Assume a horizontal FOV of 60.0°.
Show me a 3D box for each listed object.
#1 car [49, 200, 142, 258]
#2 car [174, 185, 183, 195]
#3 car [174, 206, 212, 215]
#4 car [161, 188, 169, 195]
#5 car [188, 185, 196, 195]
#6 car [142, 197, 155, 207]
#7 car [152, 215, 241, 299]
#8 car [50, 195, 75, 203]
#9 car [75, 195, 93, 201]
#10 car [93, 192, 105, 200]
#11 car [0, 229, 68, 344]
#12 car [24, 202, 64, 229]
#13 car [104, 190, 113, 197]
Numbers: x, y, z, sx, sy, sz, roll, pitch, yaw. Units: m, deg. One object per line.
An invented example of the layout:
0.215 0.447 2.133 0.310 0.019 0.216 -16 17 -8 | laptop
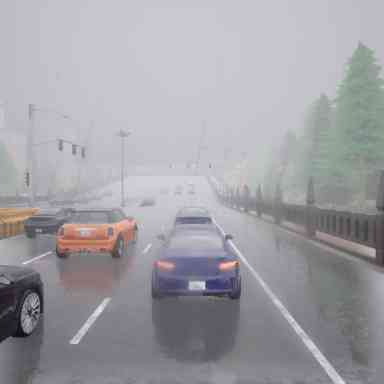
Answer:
-3.428 1.352 12.836 2.097 1.767 4.553 0 0 0 | car
-3.598 -0.047 86.036 1.837 1.490 4.892 0 7 0 | car
0.062 1.478 17.636 1.882 1.535 5.008 0 0 0 | car
-7.094 -0.202 87.409 1.837 1.490 4.892 0 7 0 | car
-0.098 -0.069 86.023 1.882 1.535 5.008 0 7 0 | car
-6.753 1.544 51.605 2.033 1.411 5.357 0 0 -3 | car
0.083 1.526 8.305 1.812 1.442 4.674 0 0 0 | car
-21.189 1.351 53.797 2.097 1.767 4.553 0 0 0 | car
-21.159 1.507 63.181 2.033 1.411 5.357 0 1 0 | car
-21.143 1.149 72.917 1.994 1.385 4.181 0 3 0 | car
-3.410 1.492 3.720 2.128 1.511 4.902 0 0 0 | car
-6.940 1.505 17.477 1.837 1.490 4.892 0 0 0 | car
-21.108 0.300 83.145 2.128 1.511 4.902 0 6 0 | car
